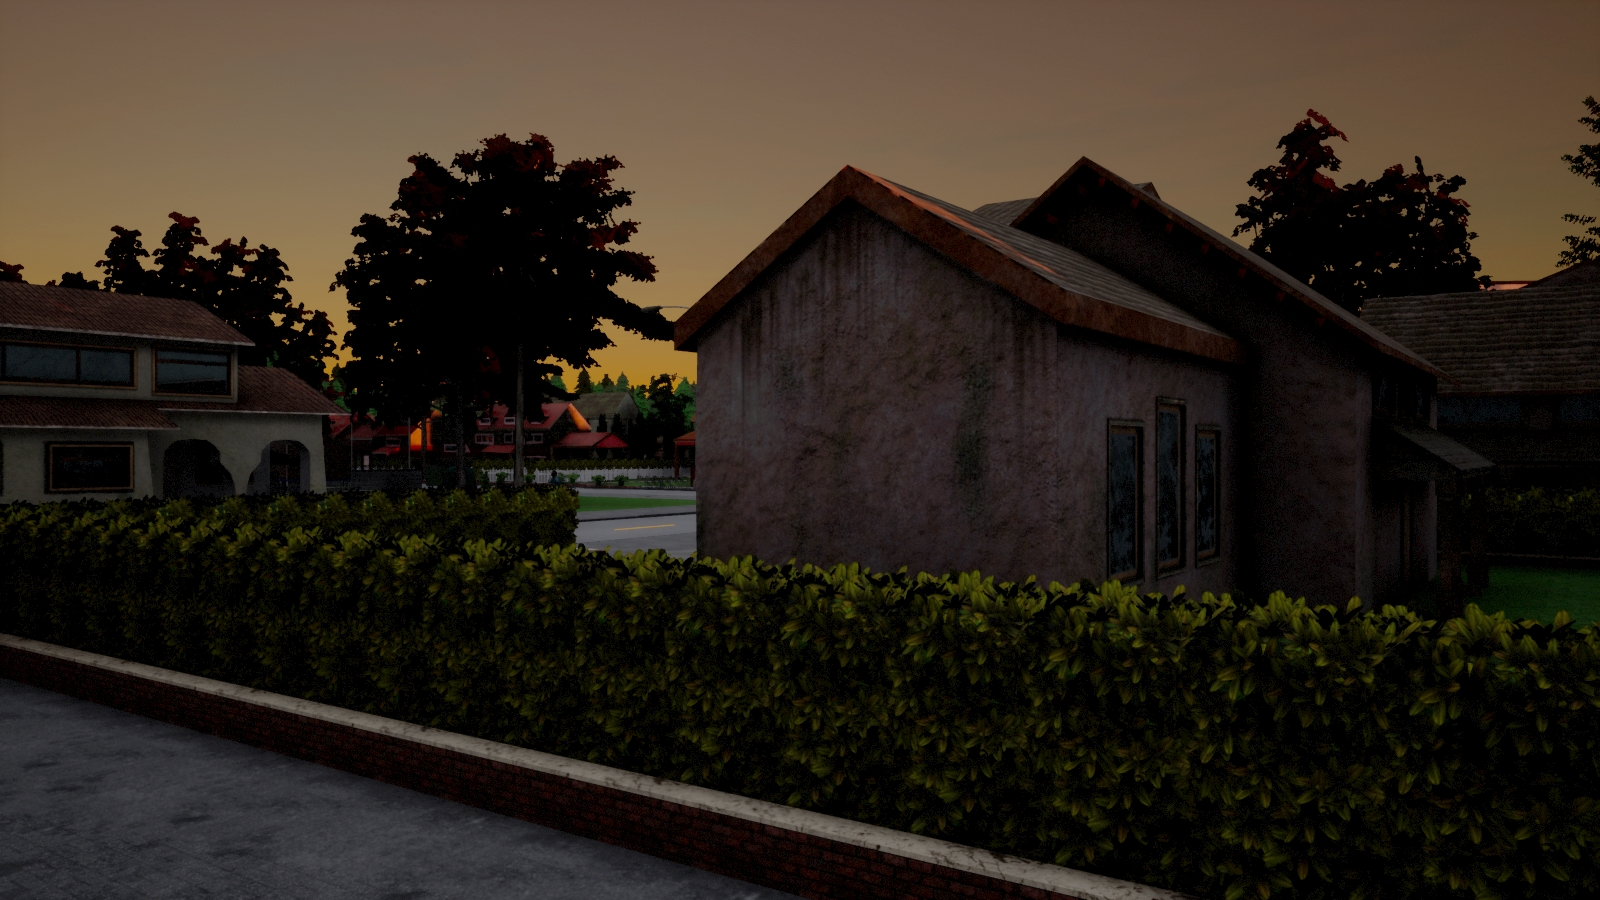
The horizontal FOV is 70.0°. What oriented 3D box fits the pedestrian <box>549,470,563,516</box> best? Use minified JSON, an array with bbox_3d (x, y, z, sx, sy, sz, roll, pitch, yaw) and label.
[{"bbox_3d":[-9.911,1.733,46.427,0.375,1.860,0.375,0,0,37],"label":"pedestrian"}]
